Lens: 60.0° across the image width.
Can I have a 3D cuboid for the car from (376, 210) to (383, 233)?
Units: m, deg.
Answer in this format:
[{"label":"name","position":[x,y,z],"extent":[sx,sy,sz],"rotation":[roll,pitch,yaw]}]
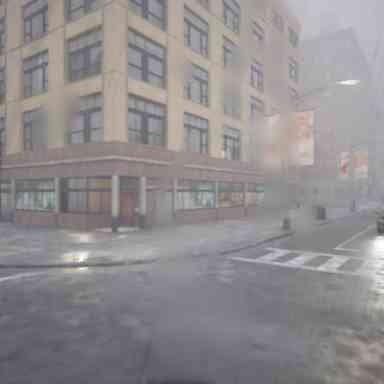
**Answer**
[{"label":"car","position":[11.922,1.531,19.217],"extent":[2.128,1.511,4.902],"rotation":[0,0,35]}]
